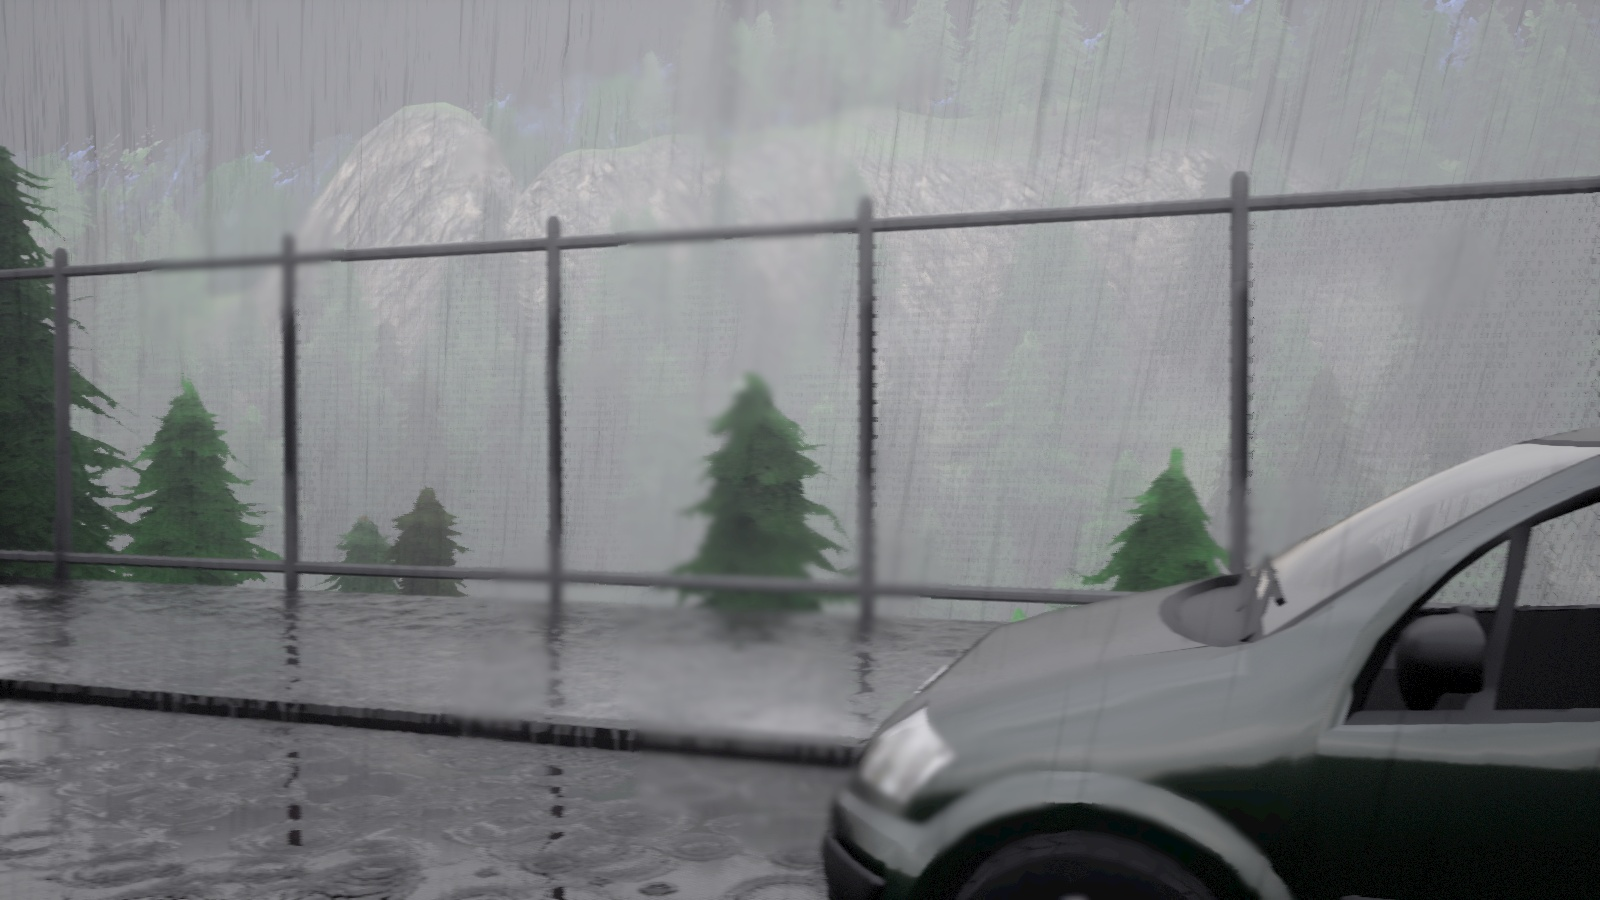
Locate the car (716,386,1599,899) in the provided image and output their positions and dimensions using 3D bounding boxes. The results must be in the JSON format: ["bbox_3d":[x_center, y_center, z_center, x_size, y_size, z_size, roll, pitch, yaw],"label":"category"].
[{"bbox_3d":[1.997,0.683,3.046,3.988,1.617,1.851,1,1,19],"label":"car"}]
